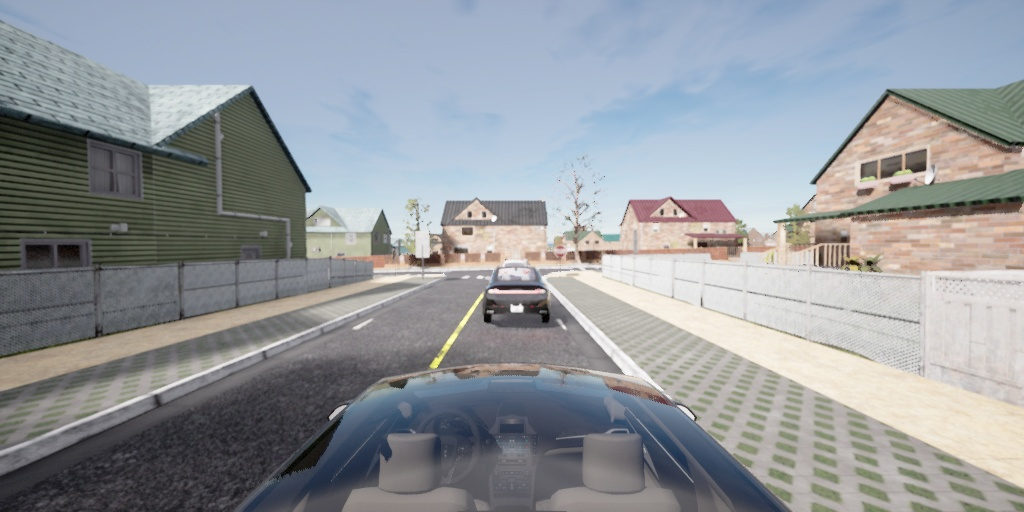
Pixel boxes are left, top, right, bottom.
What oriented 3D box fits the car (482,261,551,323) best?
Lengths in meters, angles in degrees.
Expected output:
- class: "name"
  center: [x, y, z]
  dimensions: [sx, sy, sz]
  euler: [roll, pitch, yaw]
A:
- class: "car"
  center: [0.133, 1.062, 11.258]
  dimensions: [2.128, 1.511, 4.902]
  euler: [0, 1, 0]
